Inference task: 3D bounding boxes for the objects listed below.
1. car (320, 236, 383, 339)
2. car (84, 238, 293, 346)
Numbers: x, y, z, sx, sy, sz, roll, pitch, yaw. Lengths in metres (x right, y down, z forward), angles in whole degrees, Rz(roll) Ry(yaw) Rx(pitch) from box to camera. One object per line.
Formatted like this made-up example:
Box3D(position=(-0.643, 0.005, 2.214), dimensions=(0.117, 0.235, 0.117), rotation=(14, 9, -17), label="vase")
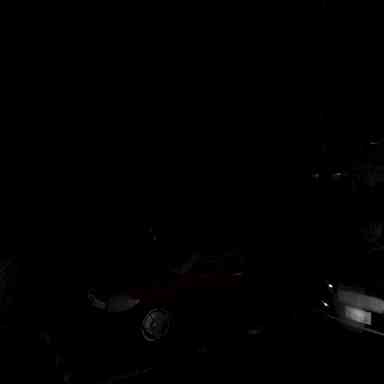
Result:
Box3D(position=(4.362, 1.492, 6.159), dimensions=(4.902, 1.511, 2.128), rotation=(0, 0, -35), label="car")
Box3D(position=(0.153, 1.582, 6.287), dimensions=(4.206, 1.307, 1.802), rotation=(0, 0, -35), label="car")
